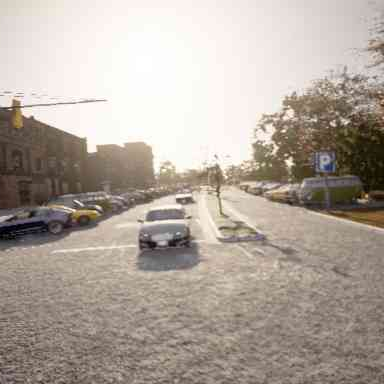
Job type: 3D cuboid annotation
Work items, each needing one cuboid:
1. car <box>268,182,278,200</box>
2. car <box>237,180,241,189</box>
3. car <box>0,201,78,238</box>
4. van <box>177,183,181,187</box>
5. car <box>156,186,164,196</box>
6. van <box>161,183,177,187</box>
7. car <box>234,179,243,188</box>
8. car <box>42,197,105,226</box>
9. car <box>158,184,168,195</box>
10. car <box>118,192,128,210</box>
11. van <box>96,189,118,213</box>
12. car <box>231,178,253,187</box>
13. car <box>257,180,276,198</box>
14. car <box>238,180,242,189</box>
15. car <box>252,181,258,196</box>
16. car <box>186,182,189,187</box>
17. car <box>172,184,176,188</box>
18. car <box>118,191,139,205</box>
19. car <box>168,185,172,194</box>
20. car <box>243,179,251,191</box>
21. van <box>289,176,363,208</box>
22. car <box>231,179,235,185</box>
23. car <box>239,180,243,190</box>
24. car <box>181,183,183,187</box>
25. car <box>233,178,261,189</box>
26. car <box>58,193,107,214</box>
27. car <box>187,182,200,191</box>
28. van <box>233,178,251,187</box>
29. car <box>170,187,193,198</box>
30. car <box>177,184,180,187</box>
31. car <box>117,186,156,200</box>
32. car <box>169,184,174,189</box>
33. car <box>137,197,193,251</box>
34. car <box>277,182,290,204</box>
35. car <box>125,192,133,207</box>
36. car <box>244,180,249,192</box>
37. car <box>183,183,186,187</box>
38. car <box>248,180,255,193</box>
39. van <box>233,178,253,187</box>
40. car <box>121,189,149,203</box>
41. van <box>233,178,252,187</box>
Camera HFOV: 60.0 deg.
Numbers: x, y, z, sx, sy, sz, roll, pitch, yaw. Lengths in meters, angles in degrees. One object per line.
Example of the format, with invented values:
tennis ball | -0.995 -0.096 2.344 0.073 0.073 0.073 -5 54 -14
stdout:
car | 9.642 -0.025 28.697 5.366 1.575 1.946 -4 2 -19
car | 10.573 -0.938 55.262 4.792 1.488 2.163 -4 2 -16
car | -9.018 1.688 18.298 4.792 1.488 2.163 -6 2 -20
van | -5.629 -0.772 78.515 4.442 1.987 1.878 -6 2 -14
car | -7.748 0.391 54.455 5.008 1.535 2.097 -5 2 -16
van | -6.194 -0.536 72.521 4.442 1.987 1.878 -6 2 -15
car | 10.961 -1.191 61.155 5.008 1.535 2.097 -4 2 -15
car | -8.674 1.523 21.335 5.366 1.575 1.946 -6 2 -20
car | -7.307 0.038 60.477 4.553 1.767 2.185 -5 2 -16
car | -8.772 1.246 30.328 4.892 1.521 2.231 -6 2 -19
van | -8.722 1.110 27.343 4.442 1.987 1.878 -6 2 -19
car | 13.979 -2.732 93.701 5.566 2.045 2.435 -4 2 -14
car | 9.344 -0.102 31.532 5.366 1.575 1.946 -4 2 -19
car | 10.323 -0.822 52.281 4.792 1.488 2.163 -4 2 -16
car | 9.665 -0.276 37.514 4.674 1.452 2.002 -4 2 -18
car | -4.617 -1.259 90.426 5.566 2.045 2.435 -6 2 -14
car | -6.739 -0.168 69.443 5.366 1.575 1.946 -6 2 -15
car | -8.618 1.079 36.367 4.674 1.452 2.002 -6 2 -18
car | -7.068 0.051 63.490 4.892 1.521 2.231 -5 2 -15
car | 10.047 -0.763 46.384 4.553 1.767 2.185 -4 2 -17
van | 9.299 -0.029 22.669 4.442 1.987 1.878 -4 2 -19
car | 11.545 -1.529 69.967 5.366 1.575 1.946 -4 2 -15
car | 10.171 -0.744 49.340 5.008 1.535 2.097 -4 2 -16
car | -5.436 -0.655 81.481 5.008 1.535 2.097 -6 2 -14
car | 12.005 -1.908 72.978 5.566 2.045 2.435 -4 2 -14
car | -8.879 1.323 24.277 4.553 1.767 2.185 -6 2 -20
car | 0.612 -0.626 62.740 1.812 1.442 4.674 -4 2 5
van | 13.557 -2.579 90.701 4.442 1.987 1.878 -4 2 -14
car | -0.831 0.511 37.210 2.033 1.411 5.357 -4 2 2
car | -6.031 -0.386 75.483 4.792 1.488 2.163 -6 2 -15
car | -8.264 0.468 45.421 5.566 2.045 2.435 -6 2 -17
car | -6.836 -0.065 66.498 5.008 1.535 2.097 -6 2 -15
car | -1.019 1.306 13.306 2.128 1.511 4.902 -4 2 -1
car | 9.395 -0.033 25.663 4.553 1.767 2.185 -4 2 -19
car | -8.693 1.182 33.345 4.674 1.452 2.002 -6 2 -19
car | 10.063 -0.543 43.485 5.366 1.575 1.946 -4 2 -17
car | -5.192 -1.022 84.450 5.566 2.045 2.435 -6 2 -14
car | 9.730 -0.545 40.459 4.553 1.767 2.185 -4 2 -17
van | 12.995 -2.344 84.776 4.442 1.987 1.878 -4 2 -14
car | -8.396 0.868 42.396 4.674 1.452 2.002 -6 2 -18
van | 13.276 -2.462 87.739 4.442 1.987 1.878 -4 2 -14
